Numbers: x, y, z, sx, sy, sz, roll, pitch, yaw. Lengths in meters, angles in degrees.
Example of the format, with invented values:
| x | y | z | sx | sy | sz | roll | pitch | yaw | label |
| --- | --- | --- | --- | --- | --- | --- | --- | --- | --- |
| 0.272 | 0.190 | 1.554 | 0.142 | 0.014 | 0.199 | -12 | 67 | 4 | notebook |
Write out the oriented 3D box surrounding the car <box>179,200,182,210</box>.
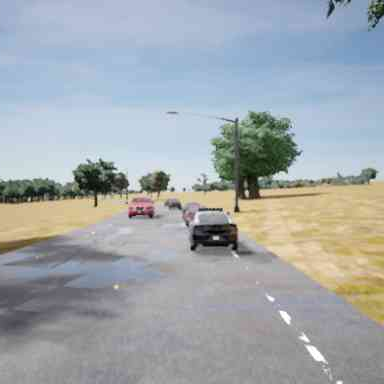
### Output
| x | y | z | sx | sy | sz | roll | pitch | yaw | label |
| --- | --- | --- | --- | --- | --- | --- | --- | --- | --- |
| 0.027 | 1.677 | 30.677 | 1.837 | 1.490 | 4.892 | 0 | 0 | -4 | car |

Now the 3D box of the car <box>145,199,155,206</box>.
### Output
| x | y | z | sx | sy | sz | roll | pitch | yaw | label |
| --- | --- | --- | --- | --- | --- | --- | --- | --- | --- |
| -9.137 | 2.283 | 72.683 | 2.128 | 1.511 | 4.902 | 0 | -1 | -8 | car |

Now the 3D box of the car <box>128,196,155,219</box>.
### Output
| x | y | z | sx | sy | sz | roll | pitch | yaw | label |
| --- | --- | --- | --- | --- | --- | --- | --- | --- | --- |
| -4.706 | 1.398 | 31.442 | 2.150 | 2.045 | 5.566 | 0 | 0 | -4 | car |

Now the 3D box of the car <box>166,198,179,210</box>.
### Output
| x | y | z | sx | sy | sz | roll | pitch | yaw | label |
| --- | --- | --- | --- | --- | --- | --- | --- | --- | --- |
| -2.573 | 1.855 | 49.703 | 1.837 | 1.490 | 4.892 | 0 | 0 | -6 | car |

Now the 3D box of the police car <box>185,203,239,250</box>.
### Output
| x | y | z | sx | sy | sz | roll | pitch | yaw | label |
| --- | --- | --- | --- | --- | --- | --- | --- | --- | --- |
| 0.803 | 1.492 | 14.714 | 1.930 | 1.638 | 5.238 | 0 | 0 | -2 | police car |

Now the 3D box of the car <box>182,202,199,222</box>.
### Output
| x | y | z | sx | sy | sz | roll | pitch | yaw | label |
| --- | --- | --- | --- | --- | --- | --- | --- | --- | --- |
| 0.382 | 1.657 | 24.652 | 1.812 | 1.442 | 4.674 | 0 | 0 | -3 | car |

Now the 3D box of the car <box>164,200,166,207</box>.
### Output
| x | y | z | sx | sy | sz | roll | pitch | yaw | label |
| --- | --- | --- | --- | --- | --- | --- | --- | --- | --- |
| -4.356 | 1.961 | 64.939 | 2.097 | 1.767 | 4.553 | 0 | -1 | -8 | car |
